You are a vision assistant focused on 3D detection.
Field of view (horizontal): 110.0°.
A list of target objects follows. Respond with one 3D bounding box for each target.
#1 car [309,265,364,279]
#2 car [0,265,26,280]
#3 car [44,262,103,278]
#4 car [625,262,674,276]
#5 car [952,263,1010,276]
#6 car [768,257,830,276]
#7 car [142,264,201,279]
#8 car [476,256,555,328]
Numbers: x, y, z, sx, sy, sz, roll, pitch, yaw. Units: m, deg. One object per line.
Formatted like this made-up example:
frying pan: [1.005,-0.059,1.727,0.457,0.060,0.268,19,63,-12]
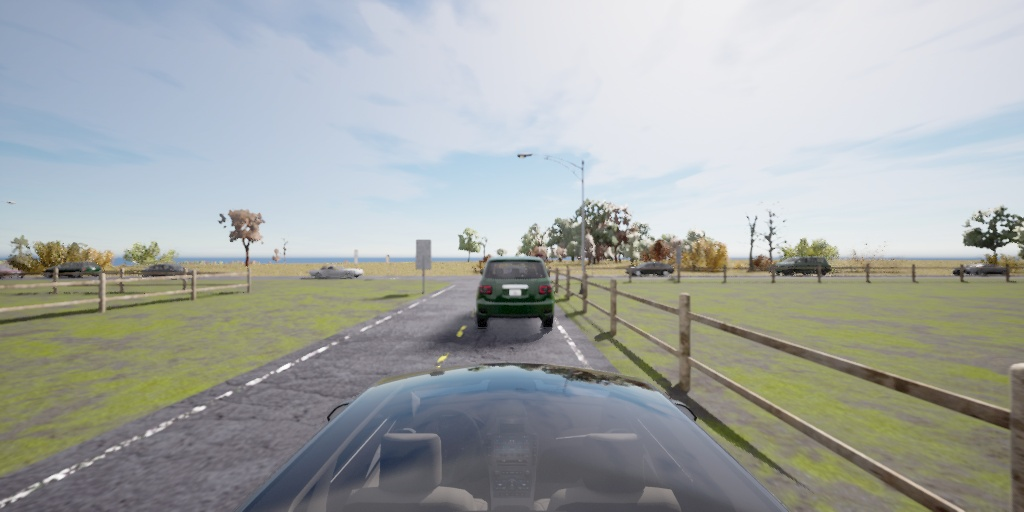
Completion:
car: [-17.262,1.575,35.435,4.718,1.301,1.895,0,0,0]
car: [-51.732,1.653,35.835,4.674,1.442,1.812,0,0,0]
car: [-47.128,1.431,38.598,4.553,1.767,2.097,0,0,1]
car: [14.577,1.407,38.111,4.892,1.490,1.837,-1,0,0]
car: [49.192,1.453,37.710,4.181,1.385,1.994,0,0,0]
car: [30.344,1.095,37.973,5.566,2.045,2.150,0,0,1]
car: [-33.708,1.527,35.584,4.892,1.490,1.837,0,0,1]
car: [0.102,1.027,11.763,2.150,2.045,5.566,0,0,0]
